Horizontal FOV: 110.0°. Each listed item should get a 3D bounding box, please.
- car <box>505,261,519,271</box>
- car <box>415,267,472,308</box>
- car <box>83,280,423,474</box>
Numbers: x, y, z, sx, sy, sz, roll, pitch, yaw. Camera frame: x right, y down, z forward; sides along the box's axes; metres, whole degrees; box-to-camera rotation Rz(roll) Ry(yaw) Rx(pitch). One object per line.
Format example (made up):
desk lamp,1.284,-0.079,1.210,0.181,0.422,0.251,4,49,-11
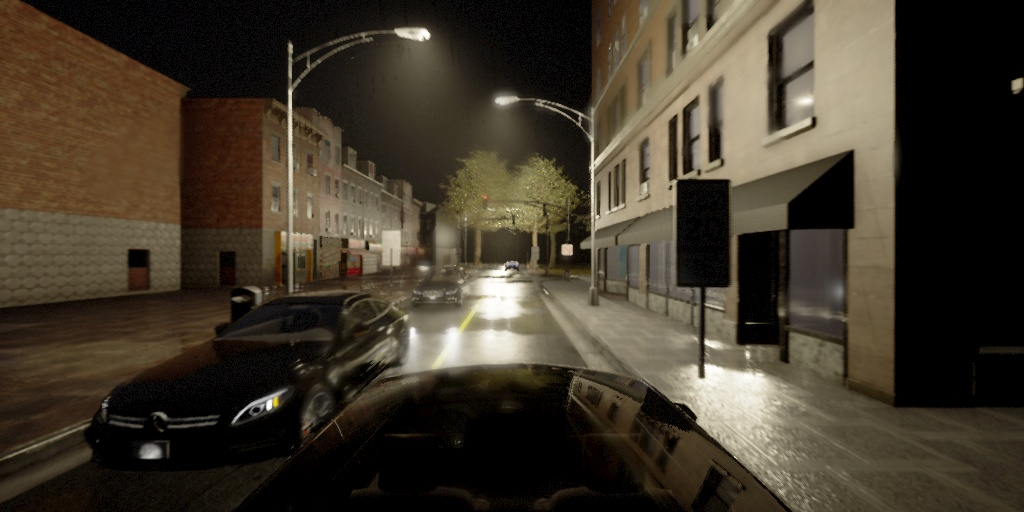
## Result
car,0.036,1.339,47.910,1.895,1.301,4.718,0,0,1
car,-2.817,1.238,15.228,1.837,1.490,4.892,0,0,0
car,-2.833,1.272,5.162,1.812,1.442,4.674,0,0,1
